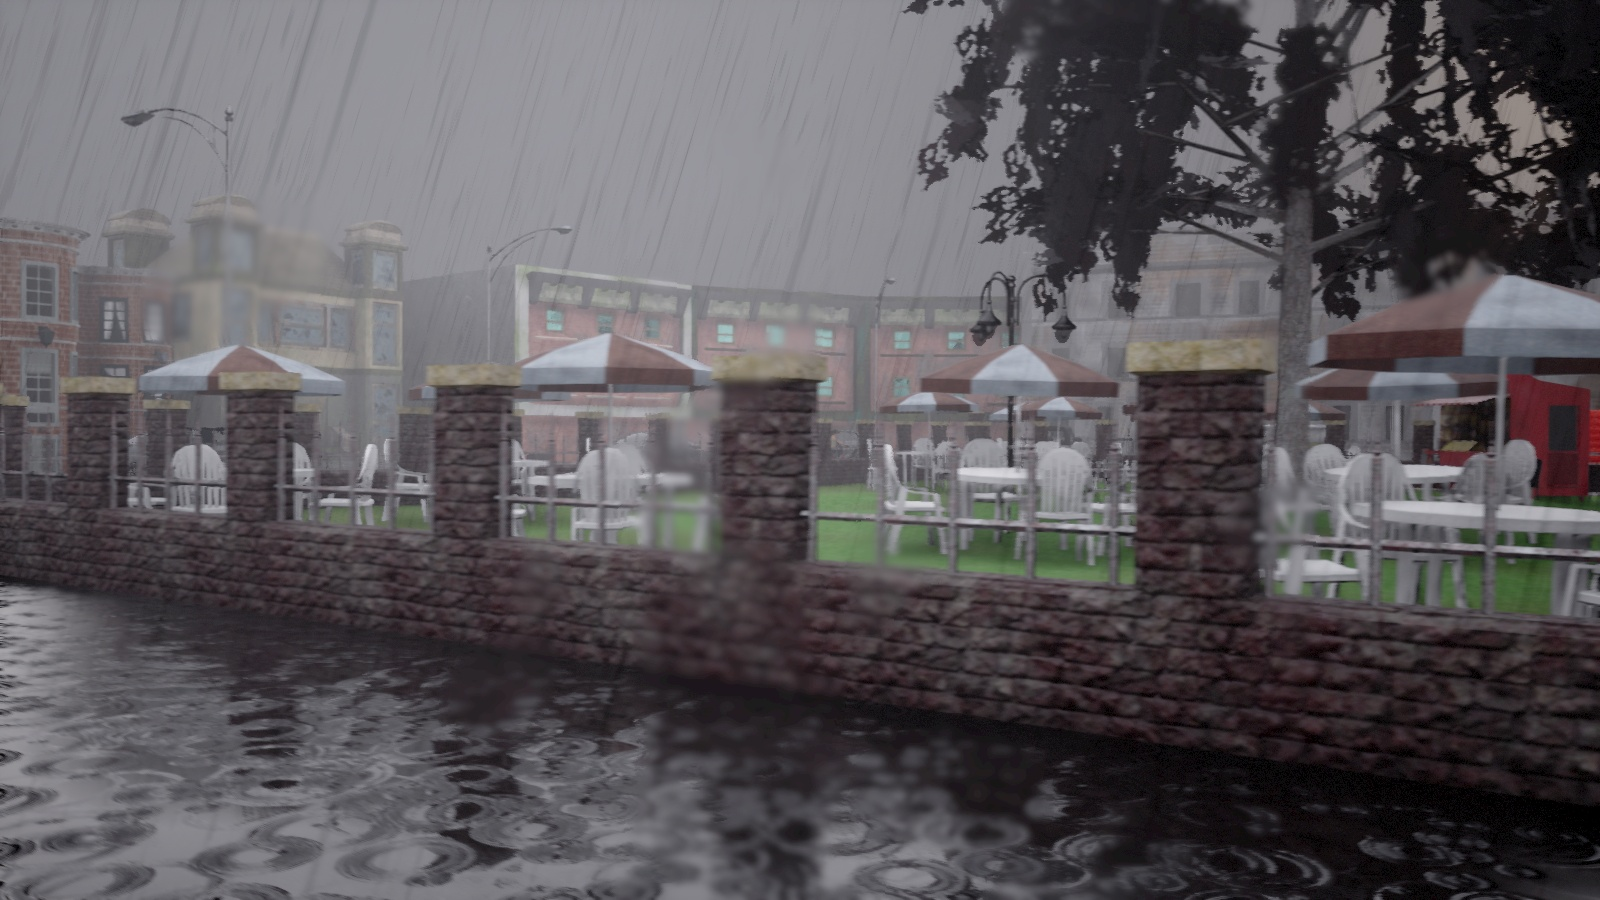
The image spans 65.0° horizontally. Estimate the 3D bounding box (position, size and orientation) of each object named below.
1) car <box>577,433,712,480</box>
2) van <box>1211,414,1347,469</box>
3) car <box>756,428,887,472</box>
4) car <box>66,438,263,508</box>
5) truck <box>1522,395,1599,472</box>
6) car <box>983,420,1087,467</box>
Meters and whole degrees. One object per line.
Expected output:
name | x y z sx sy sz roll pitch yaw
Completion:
car | -5.303 0.191 43.490 1.837 1.490 4.892 0 1 34
van | 17.791 -0.315 46.703 4.442 1.987 1.775 0 1 33
car | 0.873 -0.035 50.561 4.856 1.649 2.033 -1 1 -25
car | -14.729 0.480 29.252 1.845 1.501 3.633 0 1 34
truck | 26.580 -0.554 40.879 5.204 2.467 2.627 0 1 33
car | 9.665 -0.262 51.550 3.866 1.878 1.905 0 1 23
